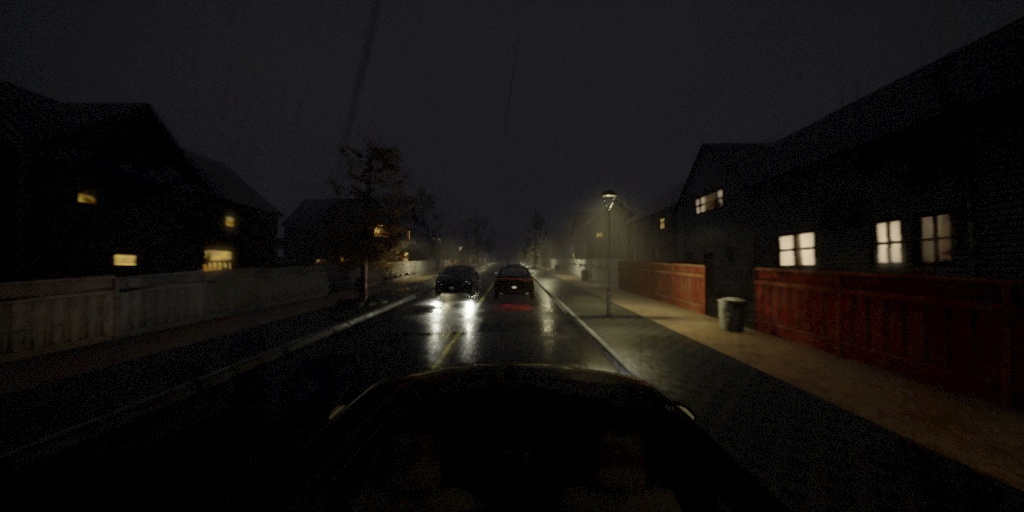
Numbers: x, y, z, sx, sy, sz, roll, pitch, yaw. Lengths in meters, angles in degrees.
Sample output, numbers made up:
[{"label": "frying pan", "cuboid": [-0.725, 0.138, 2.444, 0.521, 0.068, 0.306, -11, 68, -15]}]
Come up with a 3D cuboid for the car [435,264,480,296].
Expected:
[{"label": "car", "cuboid": [-2.839, 1.231, 19.396, 1.882, 1.535, 5.008, 0, 0, 0]}]

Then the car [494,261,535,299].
[{"label": "car", "cuboid": [0.105, 1.230, 18.307, 1.882, 1.535, 5.008, 0, 0, 0]}]
